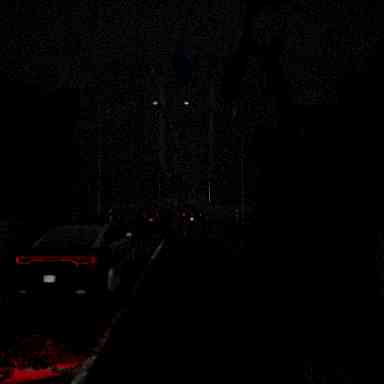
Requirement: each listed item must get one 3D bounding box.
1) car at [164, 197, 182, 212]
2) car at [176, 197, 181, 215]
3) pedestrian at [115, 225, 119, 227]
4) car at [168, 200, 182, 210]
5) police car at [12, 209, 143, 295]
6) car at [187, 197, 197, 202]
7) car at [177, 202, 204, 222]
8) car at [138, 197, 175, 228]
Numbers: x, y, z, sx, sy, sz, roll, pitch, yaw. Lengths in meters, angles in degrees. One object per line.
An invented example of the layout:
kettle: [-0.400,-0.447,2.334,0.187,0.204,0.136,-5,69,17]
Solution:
car: [-2.635,1.671,46.257,2.192,1.841,5.009,0,-1,0]
car: [-2.634,1.572,35.030,2.192,1.841,5.009,0,0,0]
pedestrian: [-2.743,1.753,12.010,0.500,1.100,0.500,0,-1,0]
car: [-2.636,1.957,51.869,2.008,1.369,4.403,0,-1,0]
police car: [-2.750,1.485,9.000,1.930,1.638,5.238,0,0,0]
car: [0.028,1.820,44.586,1.882,1.535,5.008,0,-1,1]
car: [0.036,1.800,27.889,1.895,1.301,4.718,0,0,1]
car: [-2.633,1.481,23.802,2.192,1.841,5.009,0,0,0]
